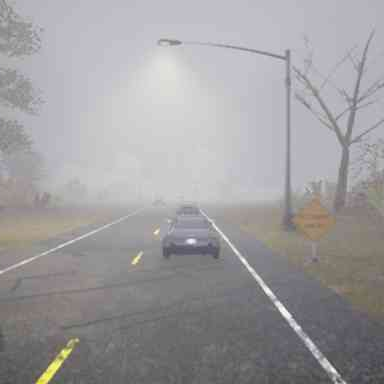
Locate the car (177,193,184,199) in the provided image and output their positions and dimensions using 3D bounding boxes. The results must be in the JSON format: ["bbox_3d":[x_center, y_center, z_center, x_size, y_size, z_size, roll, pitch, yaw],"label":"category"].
[{"bbox_3d":[-3.380,1.138,94.741,1.801,1.575,5.366,0,0,-4],"label":"car"}]

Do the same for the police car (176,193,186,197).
[{"bbox_3d":[-2.621,1.155,84.689,1.930,1.638,5.238,0,0,-4],"label":"police car"}]

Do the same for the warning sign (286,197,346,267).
[{"bbox_3d":[3.501,1.095,9.518,1.300,1.860,1.060,1,1,-1],"label":"warning sign"}]

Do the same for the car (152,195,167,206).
[{"bbox_3d":[-4.991,1.222,51.312,2.097,1.767,4.553,0,0,-3],"label":"car"}]

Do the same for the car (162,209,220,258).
[{"bbox_3d":[-0.042,1.538,12.620,1.994,1.385,4.181,0,0,0],"label":"car"}]

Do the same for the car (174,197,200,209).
[{"bbox_3d":[-0.372,1.444,27.805,1.837,1.490,4.892,0,1,-1],"label":"car"}]
